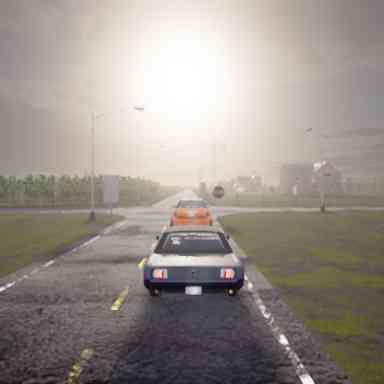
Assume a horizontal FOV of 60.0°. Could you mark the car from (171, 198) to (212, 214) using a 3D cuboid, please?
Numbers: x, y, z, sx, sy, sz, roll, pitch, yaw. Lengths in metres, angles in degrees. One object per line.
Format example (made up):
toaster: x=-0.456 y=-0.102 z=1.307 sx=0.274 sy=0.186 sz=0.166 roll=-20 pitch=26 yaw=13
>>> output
car: x=-0.058 y=1.093 z=18.375 sx=2.097 sy=1.767 sz=4.553 roll=0 pitch=1 yaw=-1

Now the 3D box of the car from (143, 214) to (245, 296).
car: x=0.021 y=1.482 z=8.280 sx=1.895 sy=1.301 sz=4.718 roll=0 pitch=1 yaw=0
